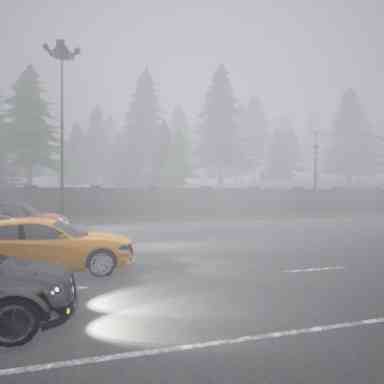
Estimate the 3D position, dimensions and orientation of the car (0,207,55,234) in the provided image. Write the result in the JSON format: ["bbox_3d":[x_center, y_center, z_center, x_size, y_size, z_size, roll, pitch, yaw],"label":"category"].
[{"bbox_3d":[-10.084,1.518,18.112,4.718,1.301,1.895,0,0,-17],"label":"car"}]

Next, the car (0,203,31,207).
[{"bbox_3d":[-7.923,1.284,15.108,4.553,1.767,2.097,0,0,-17],"label":"car"}]

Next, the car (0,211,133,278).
[{"bbox_3d":[-4.129,1.438,8.941,5.008,1.535,1.882,0,0,-17],"label":"car"}]

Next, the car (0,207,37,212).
[{"bbox_3d":[-6.708,1.437,11.819,4.902,1.511,2.128,0,0,-17],"label":"car"}]

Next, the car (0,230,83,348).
[{"bbox_3d":[-4.027,1.537,5.316,4.181,1.385,1.994,0,0,-17],"label":"car"}]
